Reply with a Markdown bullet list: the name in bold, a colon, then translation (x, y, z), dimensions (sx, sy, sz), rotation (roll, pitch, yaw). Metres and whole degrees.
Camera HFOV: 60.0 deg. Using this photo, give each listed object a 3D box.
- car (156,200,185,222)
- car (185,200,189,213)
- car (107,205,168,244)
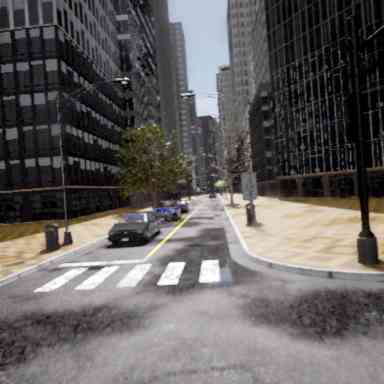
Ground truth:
- **car**: translation (-2.136, 1.521, 27.808), dimensions (2.097, 1.767, 4.553), rotation (-4, 0, 4)
- **car**: translation (-1.327, 1.666, 38.764), dimensions (2.033, 1.411, 5.357), rotation (-4, 0, 3)
- **car**: translation (-2.860, 1.764, 17.773), dimensions (2.033, 1.411, 5.357), rotation (-4, 0, 4)
